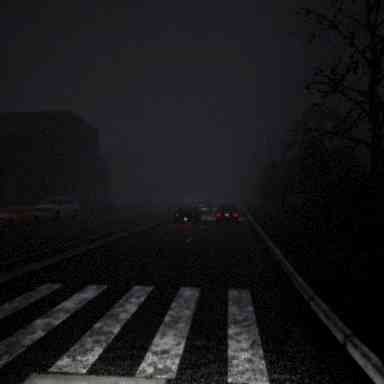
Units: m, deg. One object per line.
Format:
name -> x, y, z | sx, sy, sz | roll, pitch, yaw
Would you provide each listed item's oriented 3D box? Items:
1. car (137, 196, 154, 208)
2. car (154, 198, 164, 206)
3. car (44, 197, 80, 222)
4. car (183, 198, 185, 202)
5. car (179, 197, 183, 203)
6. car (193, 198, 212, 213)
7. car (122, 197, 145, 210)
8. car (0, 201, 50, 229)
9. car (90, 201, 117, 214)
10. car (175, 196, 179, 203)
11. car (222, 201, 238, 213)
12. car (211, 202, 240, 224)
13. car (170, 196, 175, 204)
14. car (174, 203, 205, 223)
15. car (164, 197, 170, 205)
car -> -8.702, 1.725, 56.897 | 2.435, 2.045, 5.566 | 0, -1, 7
car -> -7.634, 2.066, 66.255 | 2.231, 1.521, 4.892 | 0, -1, 8
car -> -11.991, 1.468, 29.470 | 2.435, 2.045, 5.566 | 0, -1, 7
car -> -4.091, 2.338, 95.327 | 2.231, 1.521, 4.892 | 0, -1, 7
car -> -4.767, 2.033, 89.686 | 2.435, 2.045, 5.566 | 0, -1, 7
car -> 1.680, 1.890, 43.769 | 2.128, 1.511, 4.902 | 0, 0, 7
car -> -9.355, 1.926, 51.444 | 2.231, 1.521, 4.892 | 0, -1, 7
car -> -12.686, 1.662, 23.701 | 1.946, 1.575, 5.366 | 0, -1, 7
car -> -10.680, 1.852, 40.436 | 2.163, 1.488, 4.792 | 0, -1, 7
car -> -5.444, 2.228, 84.042 | 1.946, 1.575, 5.366 | 0, -1, 7
car -> 4.965, 1.953, 43.832 | 1.994, 1.385, 4.181 | 0, -1, 7
car -> 2.914, 1.787, 27.368 | 2.033, 1.411, 5.357 | 0, -1, 7
car -> -6.076, 2.056, 78.773 | 2.185, 1.767, 4.553 | 0, -1, 7
car -> -0.237, 1.858, 28.334 | 1.895, 1.301, 4.718 | 0, -1, 7
car -> -6.760, 2.125, 73.071 | 1.946, 1.575, 5.366 | 0, -1, 7
